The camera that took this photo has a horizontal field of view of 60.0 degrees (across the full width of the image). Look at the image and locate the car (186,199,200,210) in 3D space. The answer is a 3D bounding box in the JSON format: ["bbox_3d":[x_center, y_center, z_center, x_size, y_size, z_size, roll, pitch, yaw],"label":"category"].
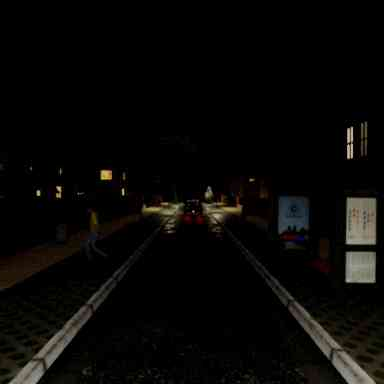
[{"bbox_3d":[0.123,1.648,45.250,1.895,1.301,4.718,0,0,0],"label":"car"}]

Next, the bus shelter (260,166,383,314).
[{"bbox_3d":[3.028,0.877,8.121,1.920,2.740,3.880,1,1,0],"label":"bus shelter"}]

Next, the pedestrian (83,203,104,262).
[{"bbox_3d":[-2.955,1.144,9.890,0.375,1.860,0.375,-1,1,0],"label":"pedestrian"}]

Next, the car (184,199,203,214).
[{"bbox_3d":[0.119,1.628,34.950,1.895,1.301,4.718,0,0,0],"label":"car"}]
